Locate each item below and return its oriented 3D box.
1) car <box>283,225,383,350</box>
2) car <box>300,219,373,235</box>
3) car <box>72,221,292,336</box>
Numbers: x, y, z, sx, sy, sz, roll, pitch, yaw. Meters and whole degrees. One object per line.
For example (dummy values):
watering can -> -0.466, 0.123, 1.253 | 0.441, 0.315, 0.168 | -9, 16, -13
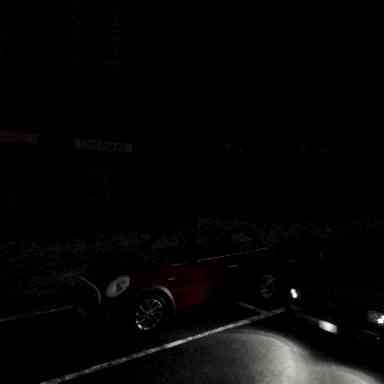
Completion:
car -> 4.115, 1.547, 6.333 | 5.357, 1.411, 2.033 | 0, 0, -36
car -> 4.376, 1.543, 9.905 | 4.507, 1.381, 1.887 | 0, 1, -36
car -> -0.195, 1.440, 6.626 | 4.097, 1.590, 1.967 | 0, 1, -36
